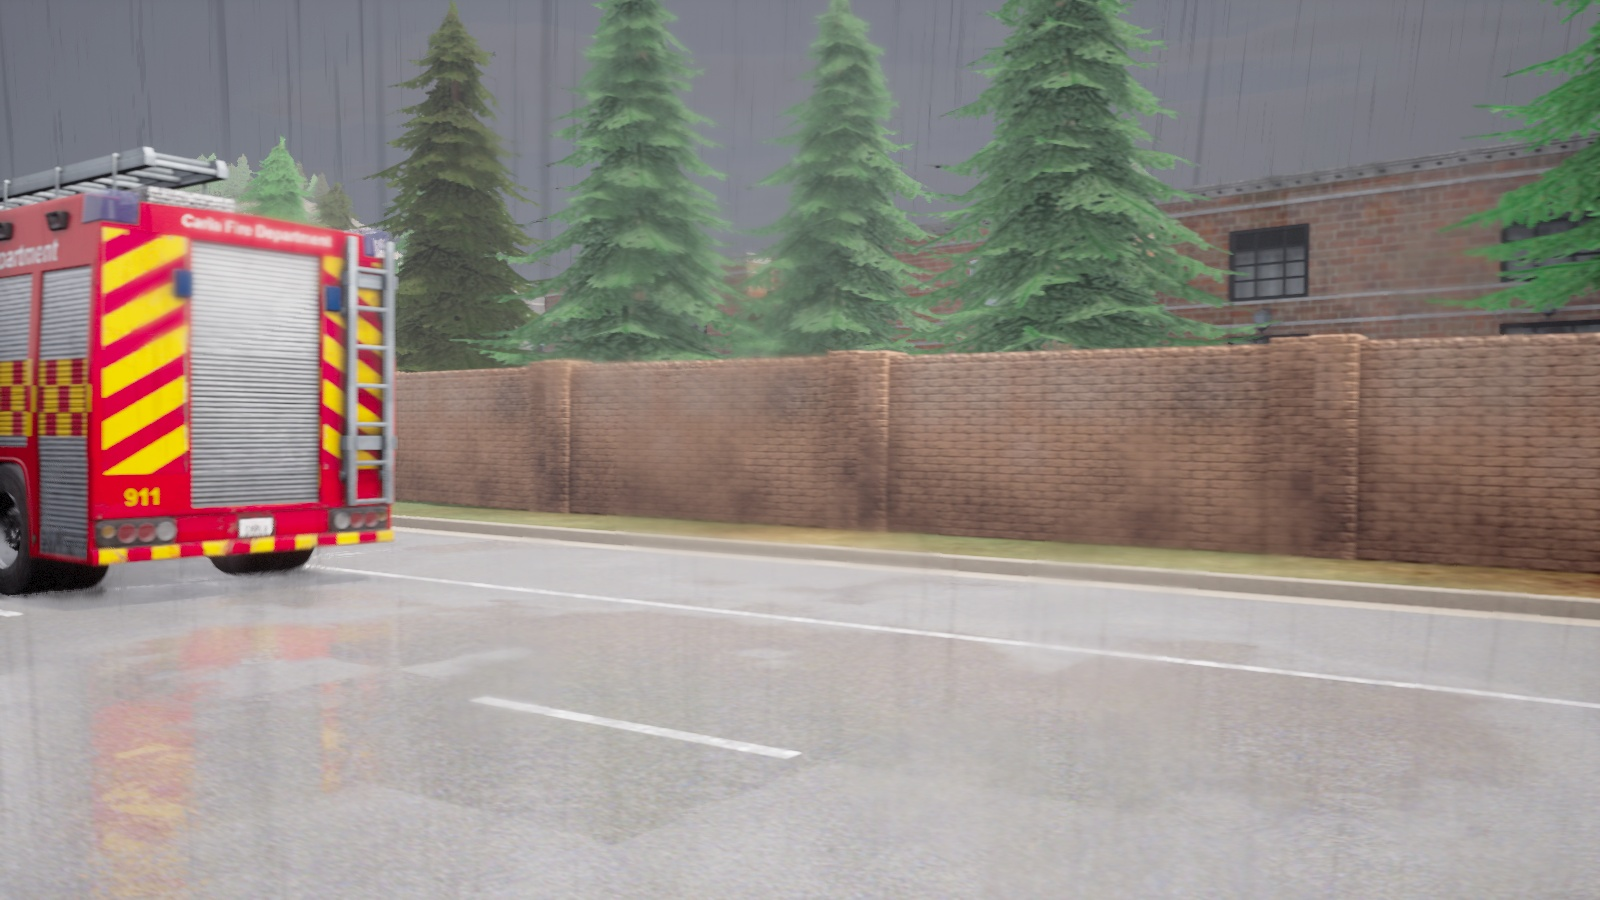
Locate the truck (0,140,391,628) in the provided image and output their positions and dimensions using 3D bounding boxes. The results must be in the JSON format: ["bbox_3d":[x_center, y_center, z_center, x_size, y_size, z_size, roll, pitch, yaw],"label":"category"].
[{"bbox_3d":[-8.292,-0.543,13.509,8.468,3.827,2.891,0,1,36],"label":"truck"}]
